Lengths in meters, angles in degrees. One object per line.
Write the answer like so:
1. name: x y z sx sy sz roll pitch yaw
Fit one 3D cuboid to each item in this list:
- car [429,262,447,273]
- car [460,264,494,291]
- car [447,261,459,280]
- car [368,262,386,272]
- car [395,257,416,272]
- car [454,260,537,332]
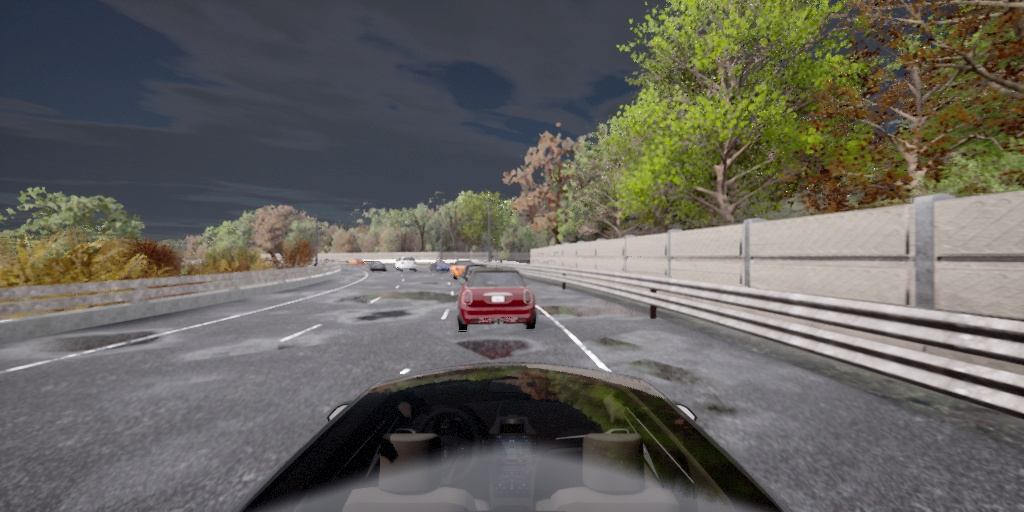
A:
1. car: -9.456 1.435 46.603 2.033 1.411 5.357 0 0 -23
2. car: -2.425 1.323 23.866 1.837 1.490 4.892 0 0 -10
3. car: -4.542 1.197 33.199 2.097 1.767 4.553 0 0 -15
4. car: -18.874 1.468 50.089 1.994 1.385 4.181 0 0 -27
5. car: -14.774 1.122 49.811 2.150 2.045 5.566 0 0 -26
6. car: -0.586 1.130 11.265 2.097 1.767 4.553 0 0 -6
